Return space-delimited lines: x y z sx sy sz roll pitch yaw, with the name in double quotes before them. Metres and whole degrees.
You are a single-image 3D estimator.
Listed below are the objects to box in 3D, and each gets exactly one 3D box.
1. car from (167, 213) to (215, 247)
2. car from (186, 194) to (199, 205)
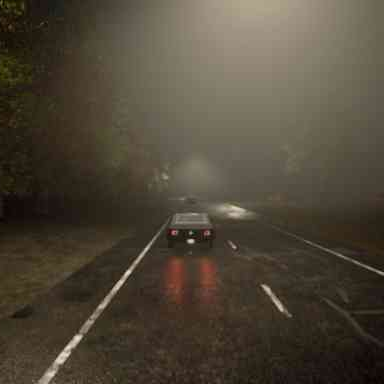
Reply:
"car" -0.045 1.598 14.955 1.895 1.301 4.718 0 0 0
"car" -0.199 1.516 59.221 2.033 1.411 5.357 0 0 0
